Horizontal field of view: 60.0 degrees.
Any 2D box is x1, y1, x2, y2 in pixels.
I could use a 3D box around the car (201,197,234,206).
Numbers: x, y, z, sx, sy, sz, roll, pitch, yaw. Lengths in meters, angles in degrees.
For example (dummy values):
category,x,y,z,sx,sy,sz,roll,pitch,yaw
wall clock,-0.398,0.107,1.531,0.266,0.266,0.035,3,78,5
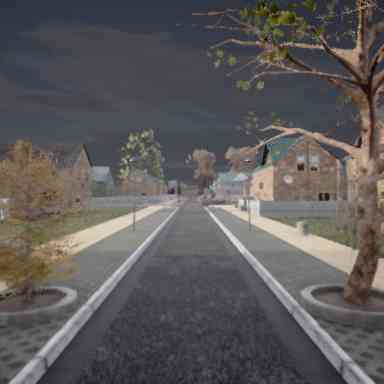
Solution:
category,x,y,z,sx,sy,sz,roll,pitch,yaw
car,4.148,1.594,54.497,5.357,1.411,2.033,-1,-1,1
